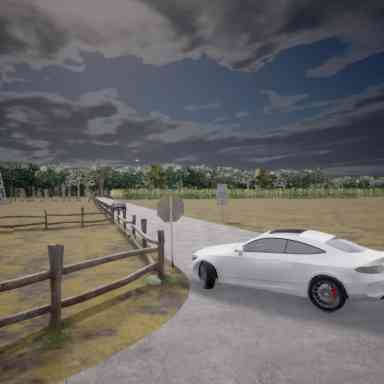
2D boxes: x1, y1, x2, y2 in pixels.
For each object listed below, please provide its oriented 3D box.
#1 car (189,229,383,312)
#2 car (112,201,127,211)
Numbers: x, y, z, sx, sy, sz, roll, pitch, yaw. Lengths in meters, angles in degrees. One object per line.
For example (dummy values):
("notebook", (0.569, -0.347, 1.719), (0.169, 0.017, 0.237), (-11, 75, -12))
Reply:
("car", (2.086, 1.618, 7.890), (4.674, 1.442, 1.812), (-2, 0, 37))
("car", (-10.894, 1.990, 49.471), (2.033, 1.411, 5.357), (-2, 0, -18))
